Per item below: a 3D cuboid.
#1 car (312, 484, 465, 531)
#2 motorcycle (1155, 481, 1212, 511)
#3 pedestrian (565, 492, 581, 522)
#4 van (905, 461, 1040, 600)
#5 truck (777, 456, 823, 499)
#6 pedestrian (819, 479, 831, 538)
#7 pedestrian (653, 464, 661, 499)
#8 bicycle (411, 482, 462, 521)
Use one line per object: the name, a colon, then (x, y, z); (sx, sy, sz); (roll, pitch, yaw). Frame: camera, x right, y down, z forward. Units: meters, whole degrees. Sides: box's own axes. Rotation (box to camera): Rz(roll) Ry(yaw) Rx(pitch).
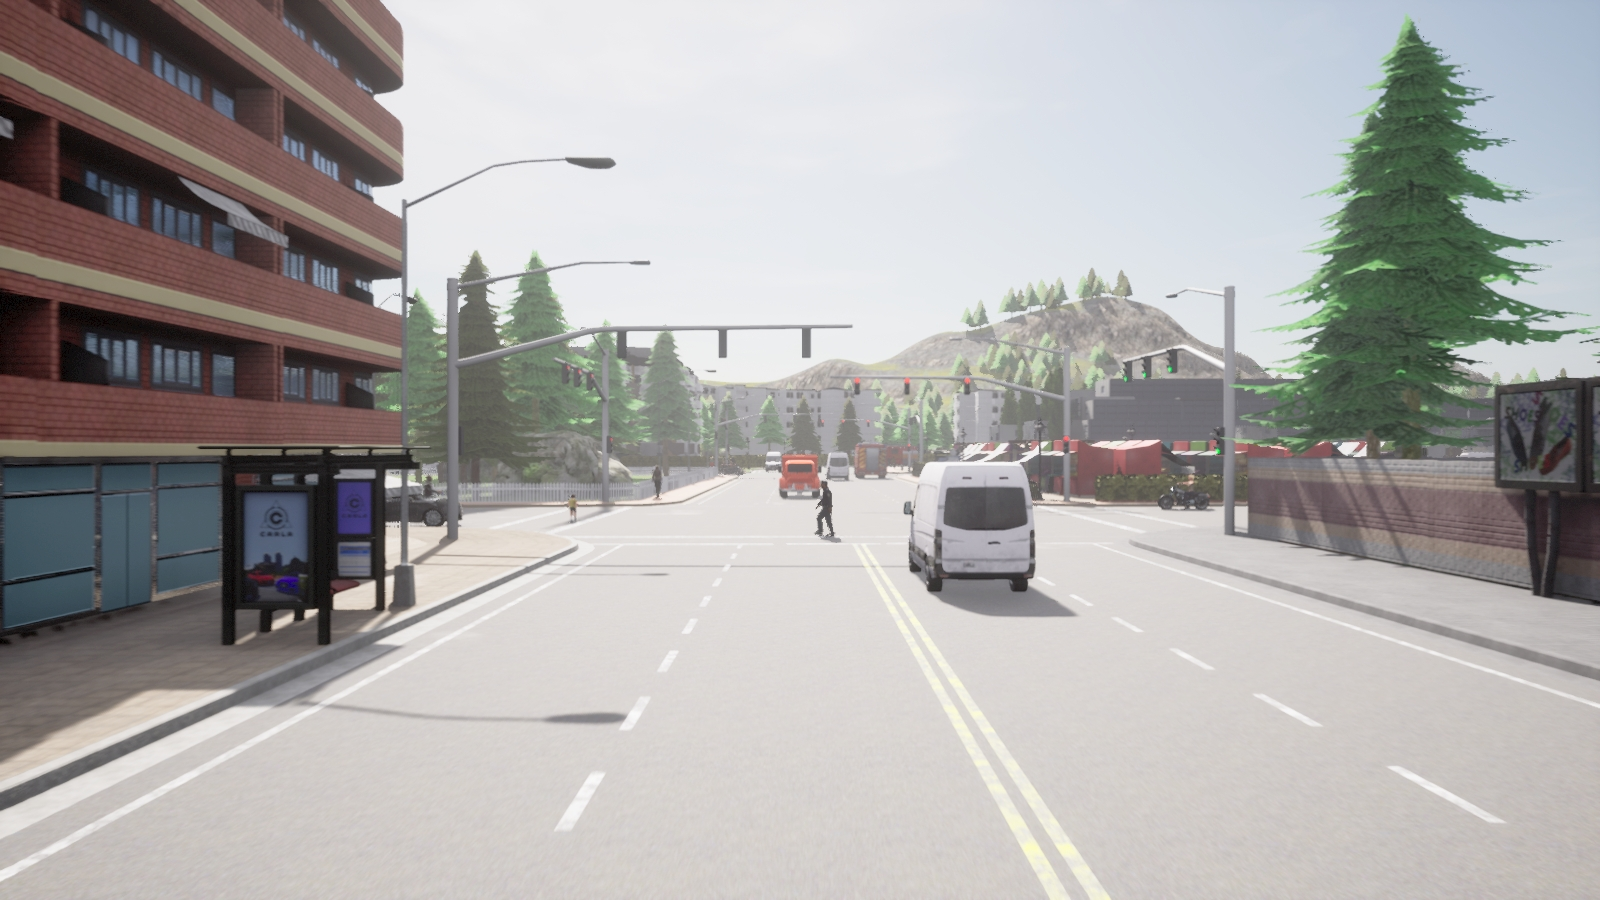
car: (-14.487, 2.006, 40.524); (4.892, 1.480, 2.231); (0, 0, -14)
motorcycle: (17.582, 2.099, 52.350); (2.356, 1.307, 0.764); (0, 0, 0)
pedestrian: (-8.631, 2.176, 43.474); (0.500, 1.100, 0.500); (0, 0, 0)
van: (3.505, 1.534, 24.381); (1.988, 2.561, 5.915); (0, 0, 0)
truck: (-0.006, 1.573, 68.200); (2.627, 2.467, 5.204); (0, 0, 0)
pedestrian: (0.792, 1.844, 36.073); (0.375, 1.860, 0.375); (0, 0, -3)
pedestrian: (-7.730, 1.698, 61.791); (0.375, 1.860, 0.375); (0, 0, 0)
bicycle: (-14.081, 2.005, 44.259); (1.835, 1.471, 0.329); (0, 0, -8)
